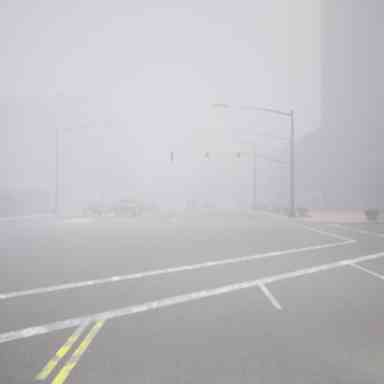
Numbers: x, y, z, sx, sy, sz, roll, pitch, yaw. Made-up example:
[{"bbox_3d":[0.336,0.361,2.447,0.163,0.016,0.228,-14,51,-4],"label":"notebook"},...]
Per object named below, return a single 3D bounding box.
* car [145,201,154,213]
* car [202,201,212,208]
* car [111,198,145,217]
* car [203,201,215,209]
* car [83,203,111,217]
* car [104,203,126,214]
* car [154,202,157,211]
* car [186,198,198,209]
[{"bbox_3d":[-7.072,2.005,46.867,2.097,1.767,4.553,0,-1,-1],"label":"car"},{"bbox_3d":[3.477,2.774,75.725,2.033,1.411,5.357,0,-1,0],"label":"car"},{"bbox_3d":[-7.081,1.682,37.229,2.150,2.045,5.566,0,-1,0],"label":"car"},{"bbox_3d":[3.480,2.604,65.724,1.812,1.442,4.674,0,-1,0],"label":"car"},{"bbox_3d":[-10.579,1.942,36.854,2.128,1.511,4.902,0,-1,0],"label":"car"},{"bbox_3d":[-10.576,2.238,46.123,1.895,1.301,4.718,0,-1,0],"label":"car"},{"bbox_3d":[-7.071,2.357,56.904,1.882,1.535,5.008,0,-1,0],"label":"car"},{"bbox_3d":[-0.020,2.291,65.343,2.150,2.045,5.566,0,-1,0],"label":"car"}]
